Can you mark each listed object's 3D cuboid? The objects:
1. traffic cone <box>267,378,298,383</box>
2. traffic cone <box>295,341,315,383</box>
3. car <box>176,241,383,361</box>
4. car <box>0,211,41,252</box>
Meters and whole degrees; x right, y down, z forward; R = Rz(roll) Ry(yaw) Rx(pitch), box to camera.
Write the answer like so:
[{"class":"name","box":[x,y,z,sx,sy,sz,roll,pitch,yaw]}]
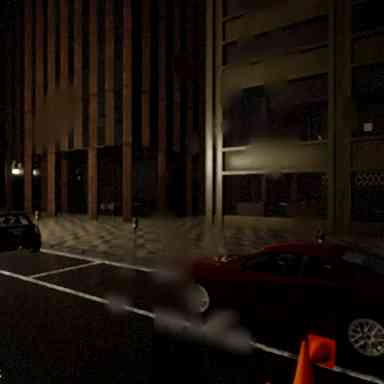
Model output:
[{"class":"traffic cone","box":[0.669,1.954,2.880,0.340,0.580,0.340,0,0,35]},{"class":"traffic cone","box":[1.249,1.954,3.692,0.340,0.580,0.340,0,0,36]},{"class":"car","box":[1.760,1.542,5.833,4.507,1.381,1.887,0,0,35]},{"class":"car","box":[-7.487,1.420,12.422,4.097,1.590,1.967,0,0,35]}]
